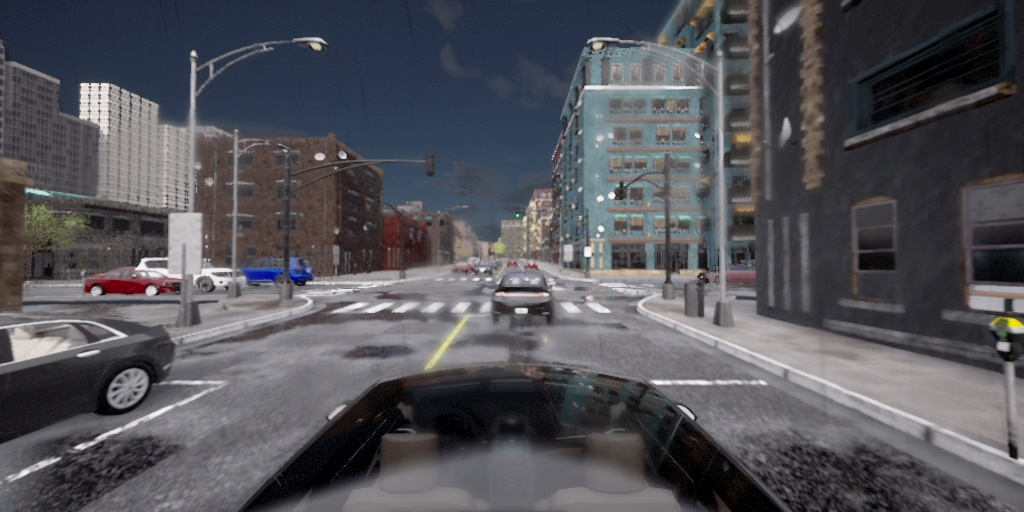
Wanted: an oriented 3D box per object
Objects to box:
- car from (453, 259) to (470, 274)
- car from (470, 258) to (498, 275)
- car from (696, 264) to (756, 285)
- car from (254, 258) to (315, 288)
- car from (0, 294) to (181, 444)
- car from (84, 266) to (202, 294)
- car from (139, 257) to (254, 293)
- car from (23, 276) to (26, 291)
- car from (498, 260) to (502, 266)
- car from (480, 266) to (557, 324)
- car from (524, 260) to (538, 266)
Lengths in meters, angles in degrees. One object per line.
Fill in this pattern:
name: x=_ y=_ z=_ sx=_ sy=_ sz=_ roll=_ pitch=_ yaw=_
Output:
car: x=-5.729 y=1.332 z=41.275 sx=1.888 sy=1.381 sz=4.507 roll=0 pitch=0 yaw=0
car: x=-3.055 y=1.277 z=39.538 sx=2.128 sy=1.511 sz=4.902 roll=0 pitch=0 yaw=0
car: x=14.778 y=1.232 z=24.166 sx=4.181 sy=1.385 sz=1.994 roll=0 pitch=-1 yaw=1
car: x=-16.537 y=1.151 z=24.512 sx=5.566 sy=2.045 sz=2.150 roll=0 pitch=-1 yaw=1
car: x=-5.691 y=1.302 z=3.319 sx=2.007 sy=1.370 sz=4.403 roll=0 pitch=0 yaw=0
car: x=-19.280 y=1.379 z=18.579 sx=4.507 sy=1.381 sz=1.888 roll=0 pitch=0 yaw=1
car: x=-19.054 y=1.107 z=21.315 sx=5.566 sy=2.045 sz=2.150 roll=0 pitch=-1 yaw=1
car: x=-28.281 y=1.493 z=18.671 sx=4.207 sy=1.307 sz=1.802 roll=0 pitch=0 yaw=1
car: x=-3.027 y=1.289 z=52.162 sx=2.128 sy=1.511 sz=4.902 roll=0 pitch=0 yaw=0
car: x=0.446 y=1.252 z=11.990 sx=2.128 sy=1.511 sz=4.902 roll=0 pitch=0 yaw=4
car: x=2.739 y=1.237 z=52.696 sx=1.967 sy=1.591 sz=4.097 roll=0 pitch=0 yaw=0
